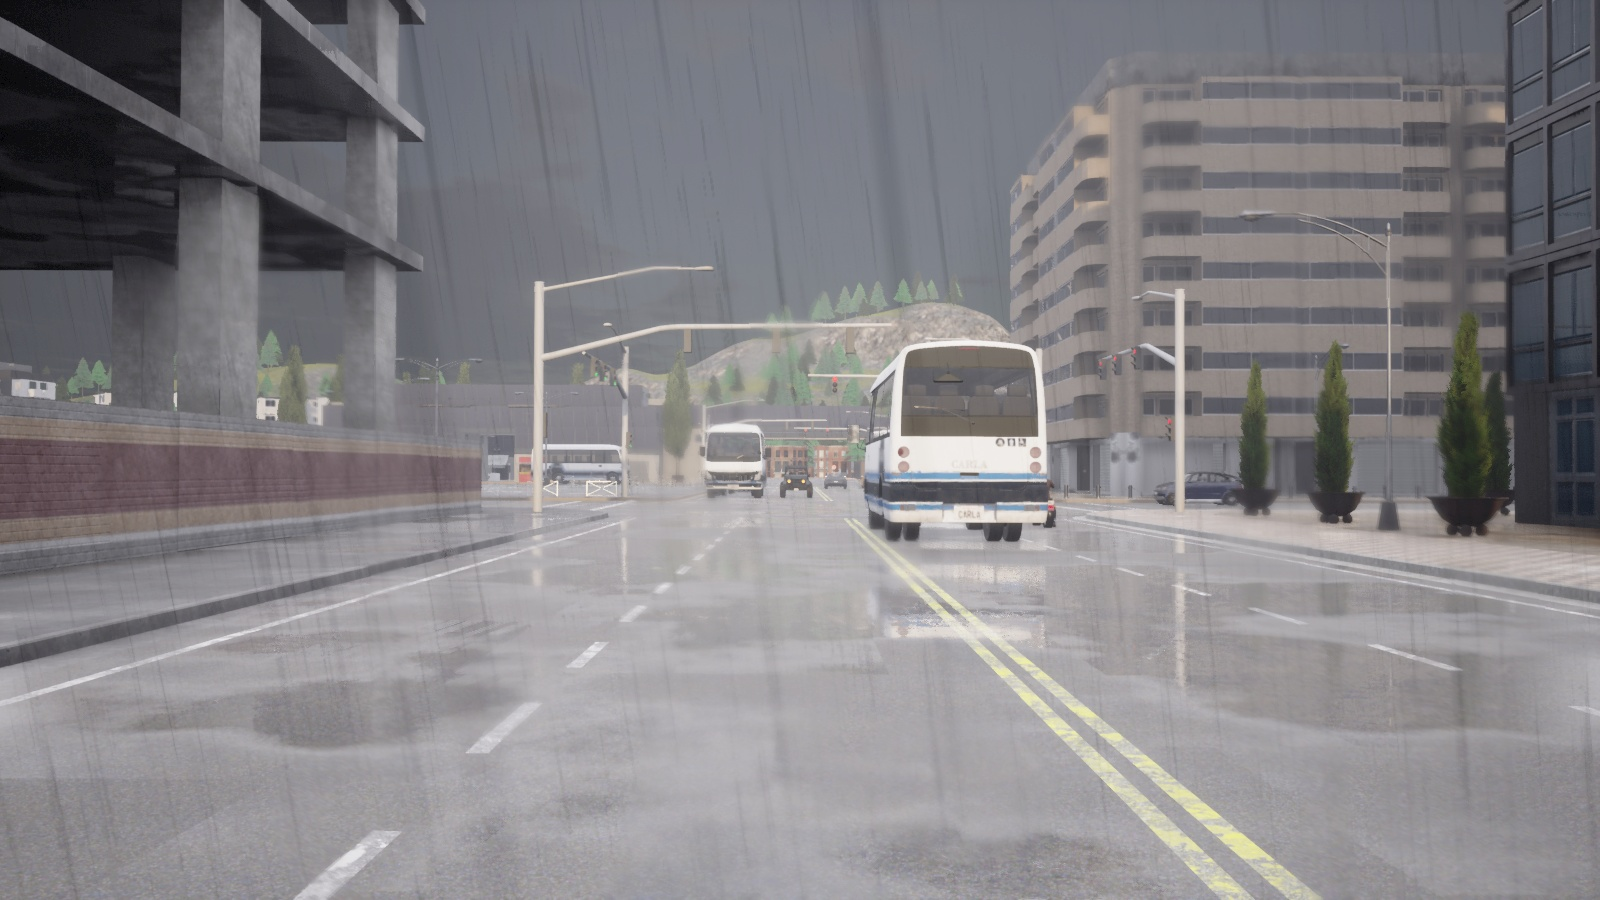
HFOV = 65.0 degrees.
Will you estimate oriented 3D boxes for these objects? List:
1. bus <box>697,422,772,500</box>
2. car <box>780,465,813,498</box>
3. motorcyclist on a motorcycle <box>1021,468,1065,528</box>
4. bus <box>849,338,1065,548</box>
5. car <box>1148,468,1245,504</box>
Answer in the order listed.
[{"bbox_3d":[-3.709,0.698,74.342,3.944,4.253,10.273,0,-1,0],"label":"bus"},{"bbox_3d":[-0.204,1.853,74.108,1.905,1.878,3.866,0,-1,0],"label":"car"},{"bbox_3d":[6.902,1.336,35.735,0.766,1.649,2.350,0,-1,0],"label":"motorcyclist on a motorcycle"},{"bbox_3d":[3.410,-0.060,30.769,3.944,4.253,10.273,0,-1,0],"label":"bus"},{"bbox_3d":[17.624,1.604,55.940,3.705,1.549,1.789,0,-1,-1],"label":"car"}]
